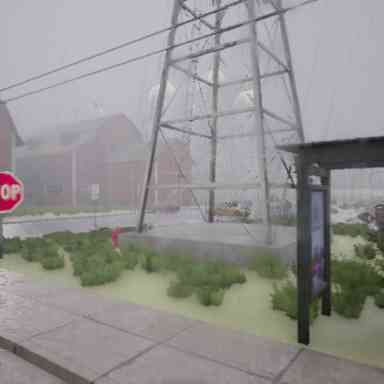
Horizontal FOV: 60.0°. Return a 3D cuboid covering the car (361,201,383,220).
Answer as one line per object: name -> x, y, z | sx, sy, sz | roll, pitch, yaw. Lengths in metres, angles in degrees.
car -> 14.559, 1.538, 24.556 | 3.905, 1.438, 1.784 | 0, 0, 35

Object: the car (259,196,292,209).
car -> 10.535, 1.419, 42.314 | 3.866, 1.878, 1.905 | 0, 0, 35

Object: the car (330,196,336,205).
car -> 24.344, 1.590, 62.194 | 4.611, 1.667, 2.242 | 0, 0, 35

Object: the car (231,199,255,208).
car -> 8.107, 1.764, 52.165 | 1.895, 1.301, 4.718 | 0, 0, 34

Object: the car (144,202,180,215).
car -> -3.408, 1.753, 35.553 | 1.895, 1.301, 4.718 | 0, 0, 34

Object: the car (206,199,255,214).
car -> 3.312, 1.606, 30.915 | 4.193, 1.474, 1.816 | 0, 0, 35

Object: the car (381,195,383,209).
car -> 27.234, 1.332, 43.123 | 4.605, 1.855, 1.932 | 0, 0, 35
